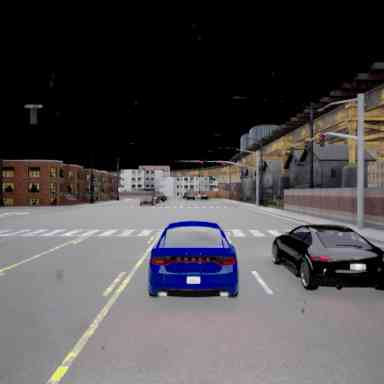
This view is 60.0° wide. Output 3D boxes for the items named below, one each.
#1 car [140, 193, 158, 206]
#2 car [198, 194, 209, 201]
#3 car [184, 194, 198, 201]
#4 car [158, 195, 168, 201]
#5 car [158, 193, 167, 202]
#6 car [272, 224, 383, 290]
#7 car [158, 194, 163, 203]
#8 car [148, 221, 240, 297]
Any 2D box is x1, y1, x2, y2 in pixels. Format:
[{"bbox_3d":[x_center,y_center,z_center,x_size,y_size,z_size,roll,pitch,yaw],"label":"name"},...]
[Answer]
[{"bbox_3d":[-7.232,1.348,54.586,2.097,1.767,4.553,0,0,0],"label":"car"},{"bbox_3d":[3.234,1.464,87.634,1.882,1.535,5.008,0,0,-3],"label":"car"},{"bbox_3d":[-0.252,1.338,86.736,2.097,1.767,4.553,0,0,-3],"label":"car"},{"bbox_3d":[-7.229,1.532,84.127,2.033,1.411,5.357,0,0,0],"label":"car"},{"bbox_3d":[-7.200,1.219,73.620,2.150,2.045,5.566,0,0,0],"label":"car"},{"bbox_3d":[3.541,1.563,9.080,1.994,1.385,4.181,0,0,0],"label":"car"},{"bbox_3d":[-7.224,1.521,63.386,1.812,1.442,4.674,0,0,0],"label":"car"},{"bbox_3d":[0.038,1.477,8.615,1.882,1.535,5.008,0,0,0],"label":"car"}]
